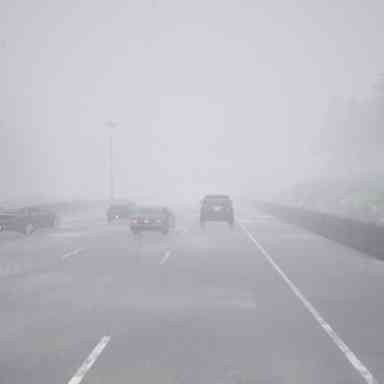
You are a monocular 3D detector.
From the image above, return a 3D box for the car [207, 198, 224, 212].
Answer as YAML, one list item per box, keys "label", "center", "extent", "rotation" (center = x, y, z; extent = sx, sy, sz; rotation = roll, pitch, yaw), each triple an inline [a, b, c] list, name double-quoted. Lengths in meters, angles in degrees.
- label: "car"
  center: [2.757, 1.498, 39.347]
  extent: [1.994, 1.385, 4.181]
  rotation: [0, 0, 4]

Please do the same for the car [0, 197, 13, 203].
- label: "car"
  center: [-28.153, 1.443, 51.180]
  extent: [1.812, 1.442, 4.674]
  rotation: [0, 0, 4]

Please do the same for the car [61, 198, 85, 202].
- label: "car"
  center: [-17.653, 1.517, 50.791]
  extent: [1.895, 1.301, 4.718]
  rotation: [0, 0, 4]

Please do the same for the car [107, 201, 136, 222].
- label: "car"
  center: [-5.128, 1.462, 25.867]
  extent: [1.837, 1.490, 4.892]
  rotation: [0, 0, 4]

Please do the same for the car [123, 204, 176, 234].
- label: "car"
  center: [-2.071, 1.516, 18.882]
  extent: [2.033, 1.411, 5.357]
  rotation: [0, 0, 4]

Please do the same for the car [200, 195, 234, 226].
- label: "car"
  center: [1.714, 1.185, 23.191]
  extent: [2.150, 2.045, 5.566]
  rotation: [0, 0, 4]

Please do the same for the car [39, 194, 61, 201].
- label: "car"
  center: [-21.132, 1.481, 51.199]
  extent: [1.994, 1.385, 4.181]
  rotation: [0, 0, 4]

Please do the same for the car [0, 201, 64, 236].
- label: "car"
  center: [-9.116, 1.474, 18.397]
  extent: [1.837, 1.490, 4.892]
  rotation: [0, 0, 4]

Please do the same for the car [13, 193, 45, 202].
- label: "car"
  center: [-24.617, 1.128, 51.535]
  extent: [2.150, 2.045, 5.566]
  rotation: [0, 0, 4]
